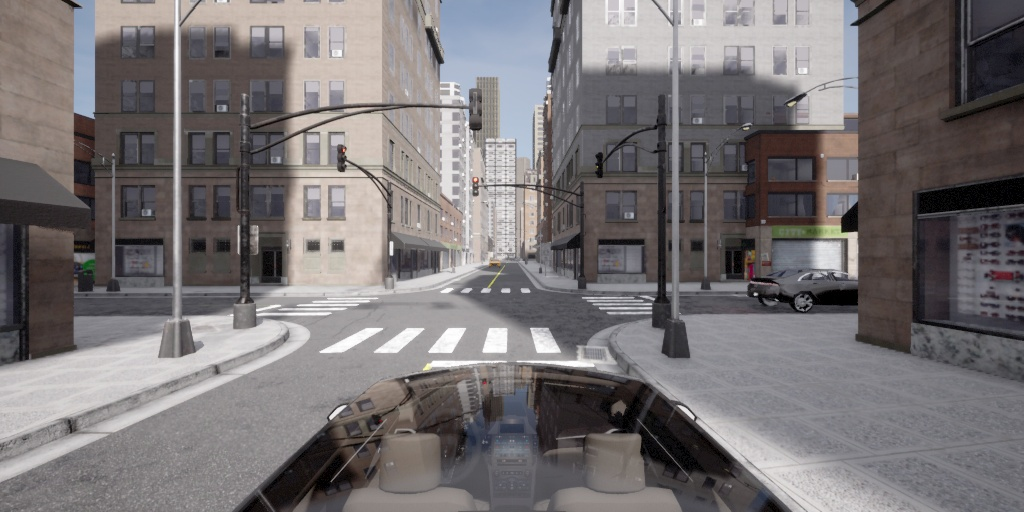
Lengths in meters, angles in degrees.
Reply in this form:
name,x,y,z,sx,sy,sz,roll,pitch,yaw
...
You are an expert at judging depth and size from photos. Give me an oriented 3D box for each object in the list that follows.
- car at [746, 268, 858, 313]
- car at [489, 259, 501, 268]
name,x,y,z,sx,sy,sz,roll,pitch,yaw
car,11.431,1.209,13.251,4.902,1.511,2.128,0,0,0
car,-2.978,1.207,62.939,1.882,1.535,5.008,0,0,0
